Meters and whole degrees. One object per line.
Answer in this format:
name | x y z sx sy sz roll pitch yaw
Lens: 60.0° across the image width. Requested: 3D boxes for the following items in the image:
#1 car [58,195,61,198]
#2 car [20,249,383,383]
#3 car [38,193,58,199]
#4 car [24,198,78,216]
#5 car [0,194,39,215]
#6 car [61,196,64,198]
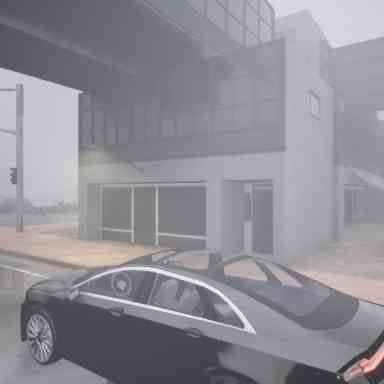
car | -28.893 1.364 71.754 3.905 1.438 1.784 0 0 35
car | -0.251 1.492 4.172 4.902 1.511 2.128 0 0 35
car | -30.620 1.153 69.428 4.605 1.855 1.932 0 0 35
car | -13.438 1.601 32.679 1.895 1.301 4.718 0 0 36
car | -17.936 1.352 32.453 2.097 1.767 4.553 0 0 36
car | -12.598 1.478 39.684 1.882 1.535 5.008 0 0 37
